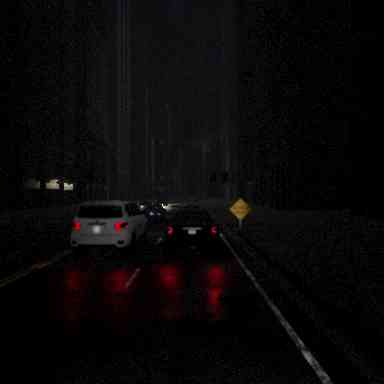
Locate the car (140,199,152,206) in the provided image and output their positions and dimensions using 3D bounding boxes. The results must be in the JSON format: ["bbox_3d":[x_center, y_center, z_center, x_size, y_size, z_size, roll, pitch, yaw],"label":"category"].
[{"bbox_3d":[-9.727,2.194,70.969,1.812,1.442,4.674,0,-1,0],"label":"car"}]

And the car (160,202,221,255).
[{"bbox_3d":[0.008,1.484,14.076,2.097,1.767,4.553,0,-1,0],"label":"car"}]

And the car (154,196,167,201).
[{"bbox_3d":[-6.477,1.895,70.941,2.150,2.045,5.566,0,-1,0],"label":"car"}]

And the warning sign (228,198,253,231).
[{"bbox_3d":[2.857,1.301,19.580,1.300,1.860,1.060,0,0,0],"label":"warning sign"}]

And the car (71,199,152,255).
[{"bbox_3d":[-3.244,1.350,14.021,2.150,2.045,5.566,0,0,0],"label":"car"}]

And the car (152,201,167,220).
[{"bbox_3d":[-3.239,1.823,28.990,2.033,1.411,5.357,0,-1,0],"label":"car"}]
